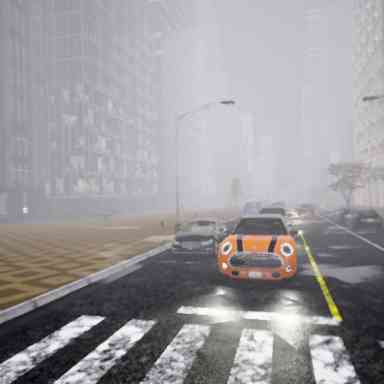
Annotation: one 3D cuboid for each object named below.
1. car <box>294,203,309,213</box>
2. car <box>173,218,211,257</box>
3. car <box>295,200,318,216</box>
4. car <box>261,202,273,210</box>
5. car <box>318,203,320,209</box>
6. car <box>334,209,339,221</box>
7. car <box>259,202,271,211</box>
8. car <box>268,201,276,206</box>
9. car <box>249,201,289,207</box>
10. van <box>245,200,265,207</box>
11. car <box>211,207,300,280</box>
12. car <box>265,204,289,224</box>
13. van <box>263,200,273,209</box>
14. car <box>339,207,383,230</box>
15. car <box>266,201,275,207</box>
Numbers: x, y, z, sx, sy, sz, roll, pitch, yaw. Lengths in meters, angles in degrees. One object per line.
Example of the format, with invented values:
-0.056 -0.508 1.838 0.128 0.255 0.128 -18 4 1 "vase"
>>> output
16.455 2.334 49.937 1.895 1.301 4.718 -1 -1 16 "car"
0.515 1.818 14.024 2.008 1.369 4.403 -2 -1 16 "car"
13.729 2.077 40.050 1.837 1.490 4.892 -1 -1 17 "car"
14.121 2.593 62.783 1.887 1.381 4.507 -2 -2 16 "car"
22.193 2.444 60.533 1.802 1.307 4.206 -2 -2 16 "car"
13.122 1.899 28.028 1.947 1.339 4.313 -2 -2 16 "car"
12.563 2.480 57.202 1.752 1.417 4.829 -2 -2 16 "car"
21.681 3.059 89.869 2.008 1.369 4.403 -2 -2 16 "car"
4.888 1.665 20.033 2.097 1.767 4.553 -1 -1 16 "car"
6.556 1.947 35.701 1.690 1.788 3.998 -2 -1 16 "van"
2.221 1.520 10.569 2.097 1.767 4.553 -1 -1 16 "car"
7.641 1.944 29.860 1.882 1.535 5.008 -1 -1 16 "car"
15.626 2.480 68.204 1.690 1.788 3.998 -2 -2 16 "van"
11.610 1.814 22.611 1.947 1.339 4.313 -2 -2 16 "car"
18.656 2.867 79.034 1.887 1.381 4.507 -2 -2 16 "car"
